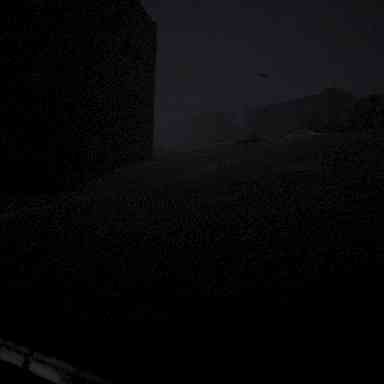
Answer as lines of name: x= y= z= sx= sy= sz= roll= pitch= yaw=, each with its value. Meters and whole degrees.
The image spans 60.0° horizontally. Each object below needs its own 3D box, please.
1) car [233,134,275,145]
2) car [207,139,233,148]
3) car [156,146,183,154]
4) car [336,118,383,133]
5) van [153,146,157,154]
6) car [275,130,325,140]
car: x=6.958 y=-5.230 z=34.570 sx=2.185 sy=1.767 sz=4.553 roll=1 pitch=2 yaw=-36
car: x=3.755 y=-5.431 z=39.062 sx=2.185 sy=1.767 sz=4.553 roll=1 pitch=2 yaw=-36
car: x=-2.642 y=-5.692 z=48.029 sx=2.231 sy=1.521 sz=4.892 roll=1 pitch=2 yaw=-35
car: x=13.438 y=-4.817 z=25.481 sx=2.185 sy=1.767 sz=4.553 roll=1 pitch=2 yaw=-36
van: x=-5.767 y=-6.102 z=52.417 sx=1.878 sy=1.987 sz=4.442 roll=1 pitch=1 yaw=-35
car: x=10.246 y=-4.855 z=29.955 sx=2.002 sy=1.452 sz=4.674 roll=1 pitch=2 yaw=-36
